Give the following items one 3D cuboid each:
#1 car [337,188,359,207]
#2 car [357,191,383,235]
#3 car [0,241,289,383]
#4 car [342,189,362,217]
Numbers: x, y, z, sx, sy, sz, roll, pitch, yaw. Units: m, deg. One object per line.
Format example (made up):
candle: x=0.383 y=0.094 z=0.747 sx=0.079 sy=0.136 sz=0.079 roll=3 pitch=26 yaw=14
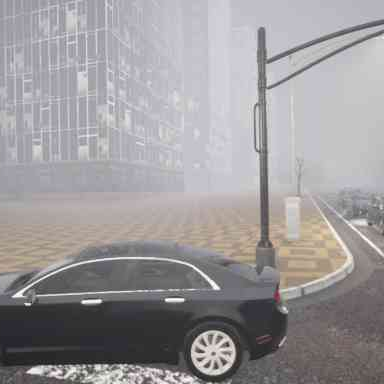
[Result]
car: x=12.886 y=0.454 z=26.854 sx=2.128 sy=1.511 sz=4.902 roll=-1 pitch=2 yaw=18
car: x=8.902 y=0.928 z=14.476 sx=2.128 sy=1.511 sz=4.902 roll=-1 pitch=2 yaw=18
car: x=-1.142 y=1.505 z=4.792 sx=4.892 sy=1.490 sz=1.837 roll=0 pitch=0 yaw=0
car: x=10.921 y=0.759 z=20.780 sx=1.994 sy=1.385 sz=4.181 roll=-1 pitch=2 yaw=17
